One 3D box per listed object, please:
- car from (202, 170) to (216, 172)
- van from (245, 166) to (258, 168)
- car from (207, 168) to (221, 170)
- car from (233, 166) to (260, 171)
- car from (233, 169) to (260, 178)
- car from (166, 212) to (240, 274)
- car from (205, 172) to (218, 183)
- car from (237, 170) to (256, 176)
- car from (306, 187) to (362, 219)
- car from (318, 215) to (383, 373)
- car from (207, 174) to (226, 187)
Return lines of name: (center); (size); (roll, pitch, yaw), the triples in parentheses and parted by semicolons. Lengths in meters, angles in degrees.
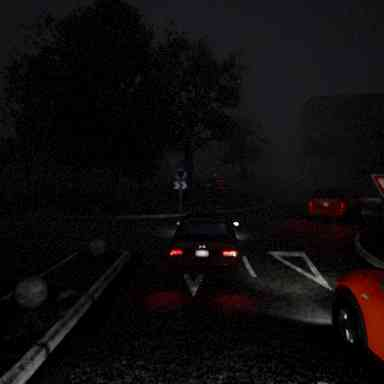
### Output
car: (3.793, -3.331, 70.167); (2.033, 1.411, 5.357); (1, 5, 8)
van: (12.990, -4.529, 79.749); (4.442, 1.987, 1.878); (1, 5, 9)
car: (5.193, -4.275, 79.665); (1.882, 1.535, 5.008); (1, 5, 9)
car: (13.560, -4.806, 82.424); (5.566, 2.045, 2.435); (1, 5, 9)
car: (12.232, -3.796, 74.333); (4.892, 1.521, 2.231); (1, 5, 9)
car: (0.435, 1.310, 10.028); (2.033, 1.411, 5.357); (0, 3, 5)
car: (3.346, -2.413, 60.308); (1.994, 1.385, 4.181); (0, 5, 3)
car: (13.945, -4.782, 85.139); (4.792, 1.488, 2.163); (1, 6, 10)
car: (8.121, 0.536, 18.781); (2.097, 1.767, 4.553); (3, 5, 36)
car: (3.139, 1.329, 3.167); (2.097, 1.767, 4.553); (0, 1, 0)
car: (3.891, -1.566, 49.949); (1.837, 1.490, 4.892); (0, 5, -5)
